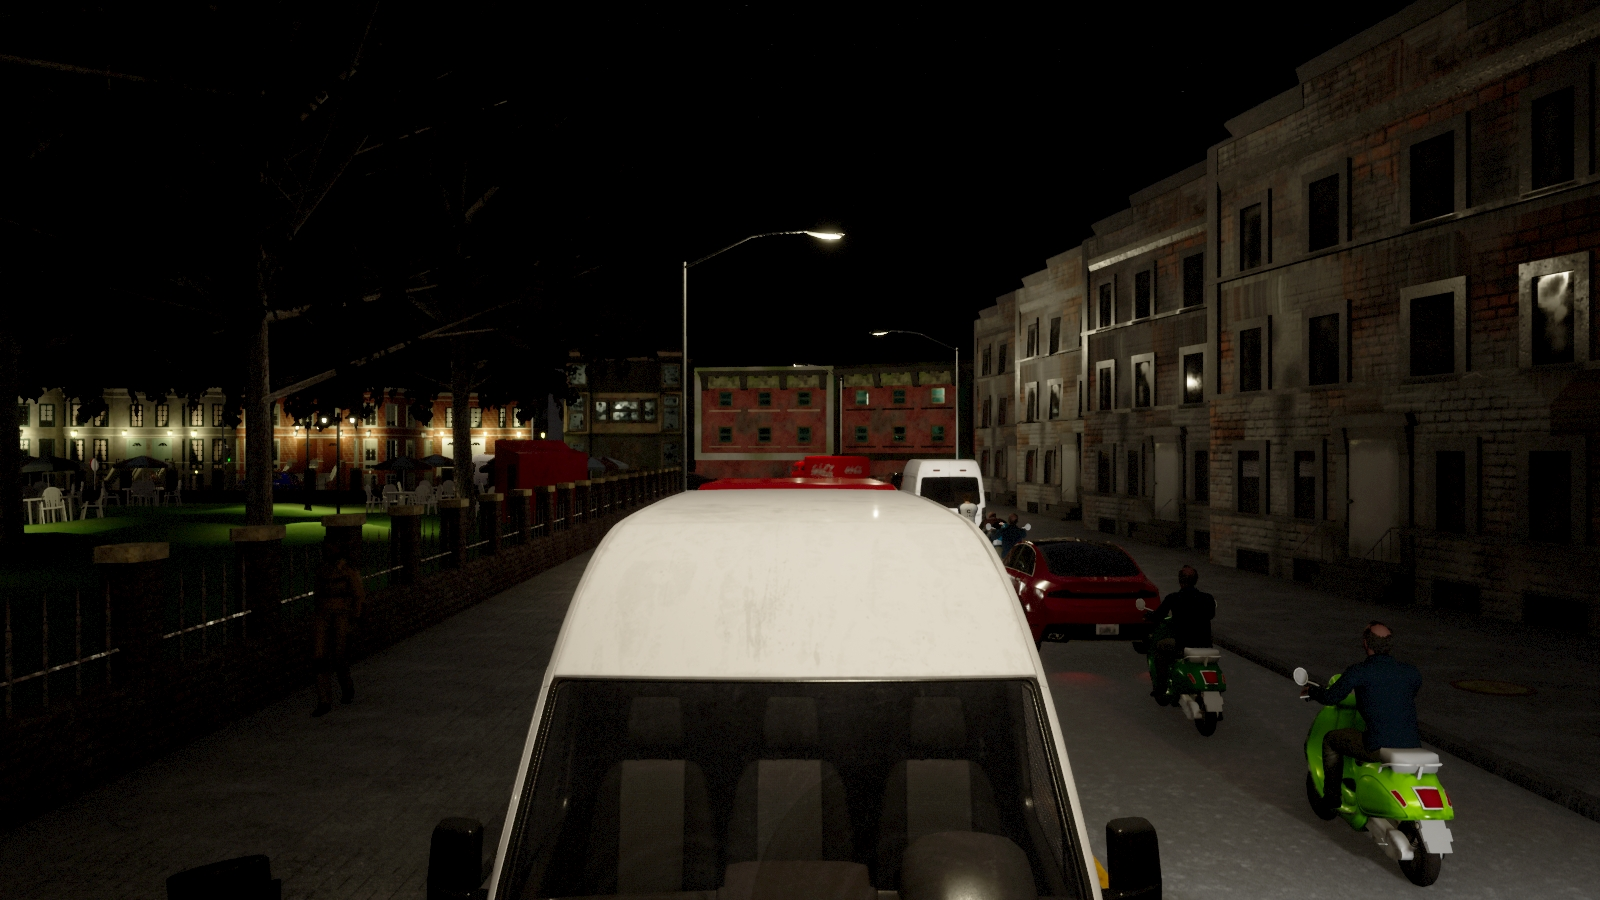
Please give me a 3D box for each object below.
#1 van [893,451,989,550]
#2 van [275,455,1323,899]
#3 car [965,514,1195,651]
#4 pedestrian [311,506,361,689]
[{"bbox_3d":[3.906,1.314,32.634,1.988,2.561,5.915,0,0,0],"label":"van"},{"bbox_3d":[-0.006,1.314,5.127,1.988,2.561,5.915,0,0,0],"label":"van"},{"bbox_3d":[3.953,1.841,17.118,2.231,1.480,4.892,0,0,0],"label":"car"},{"bbox_3d":[-4.831,1.525,11.910,0.375,1.860,0.375,0,0,0],"label":"pedestrian"}]
